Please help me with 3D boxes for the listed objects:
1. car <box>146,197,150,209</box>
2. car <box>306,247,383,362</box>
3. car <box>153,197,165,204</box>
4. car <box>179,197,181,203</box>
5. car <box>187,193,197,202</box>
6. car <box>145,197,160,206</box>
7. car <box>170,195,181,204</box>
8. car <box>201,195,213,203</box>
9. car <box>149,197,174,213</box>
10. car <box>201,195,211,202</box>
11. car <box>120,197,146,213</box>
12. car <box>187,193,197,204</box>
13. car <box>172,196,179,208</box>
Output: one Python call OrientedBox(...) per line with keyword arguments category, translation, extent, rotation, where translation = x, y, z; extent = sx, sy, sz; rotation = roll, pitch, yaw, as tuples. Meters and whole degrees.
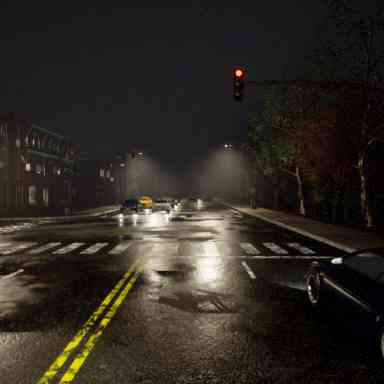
OrientedBox(category="car", translation=(-6.603, 1.463, 45.904), extent=(1.882, 1.535, 5.008), rotation=(0, 0, 0))
OrientedBox(category="car", translation=(3.336, 1.563, 5.288), extent=(1.994, 1.385, 4.181), rotation=(0, 0, 1))
OrientedBox(category="car", translation=(-6.557, 1.577, 65.737), extent=(1.895, 1.301, 4.718), rotation=(0, 0, 0))
OrientedBox(category="car", translation=(-3.339, 1.581, 56.320), extent=(1.895, 1.301, 4.718), rotation=(0, 0, 0))
OrientedBox(category="car", translation=(-0.028, 1.194, 78.538), extent=(2.150, 2.045, 5.566), rotation=(0, 0, 0))
OrientedBox(category="car", translation=(-6.595, 1.545, 55.815), extent=(1.994, 1.385, 4.181), rotation=(0, 0, 0))
OrientedBox(category="car", translation=(-3.304, 1.453, 66.596), extent=(1.882, 1.535, 5.008), rotation=(0, 0, 0))
OrientedBox(category="car", translation=(3.329, 1.466, 68.383), extent=(2.128, 1.511, 4.902), rotation=(0, 0, 0))
OrientedBox(category="car", translation=(-3.352, 1.515, 36.972), extent=(1.812, 1.442, 4.674), rotation=(0, 0, 0))
OrientedBox(category="car", translation=(3.223, 1.509, 78.568), extent=(2.033, 1.411, 5.357), rotation=(0, 0, 0))
OrientedBox(category="car", translation=(-6.631, 1.515, 36.819), extent=(1.812, 1.442, 4.674), rotation=(0, 0, 1))
OrientedBox(category="car", translation=(0.081, 1.465, 64.884), extent=(2.128, 1.511, 4.902), rotation=(0, 0, 0))
OrientedBox(category="car", translation=(-3.354, 1.477, 46.240), extent=(2.128, 1.511, 4.902), rotation=(0, 0, 0))
